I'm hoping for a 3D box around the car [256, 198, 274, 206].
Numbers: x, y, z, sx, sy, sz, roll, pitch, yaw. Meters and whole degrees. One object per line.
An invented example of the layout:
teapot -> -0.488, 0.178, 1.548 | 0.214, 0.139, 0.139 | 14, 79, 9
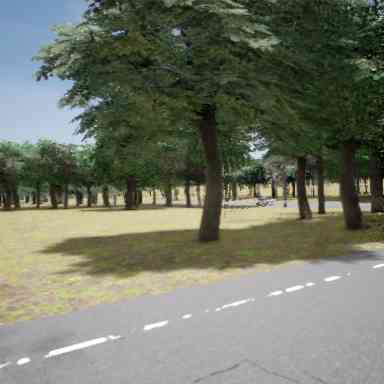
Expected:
car -> 19.588, 2.614, 89.482 | 2.150, 2.045, 5.566 | -4, 1, -31
